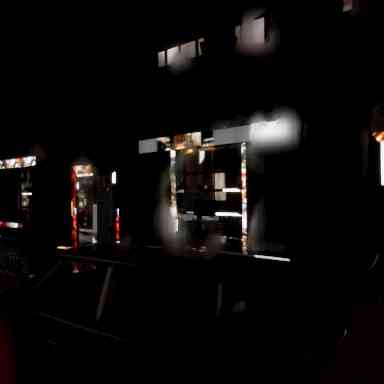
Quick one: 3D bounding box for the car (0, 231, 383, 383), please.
[{"bbox_3d":[-0.340,1.316,3.131,5.009,1.841,2.192,0,-1,35],"label":"car"}]
